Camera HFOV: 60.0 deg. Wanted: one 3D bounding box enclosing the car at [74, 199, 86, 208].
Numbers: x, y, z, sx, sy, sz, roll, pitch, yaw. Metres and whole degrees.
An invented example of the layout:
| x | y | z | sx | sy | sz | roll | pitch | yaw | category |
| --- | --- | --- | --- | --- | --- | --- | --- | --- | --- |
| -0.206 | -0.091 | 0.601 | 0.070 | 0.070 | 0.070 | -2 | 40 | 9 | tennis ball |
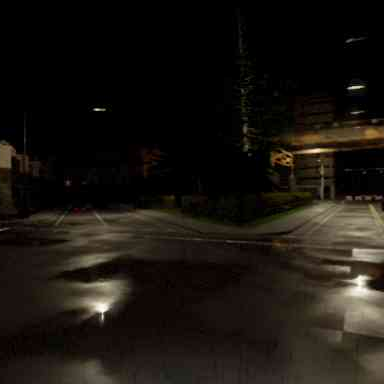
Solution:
| x | y | z | sx | sy | sz | roll | pitch | yaw | category |
| --- | --- | --- | --- | --- | --- | --- | --- | --- | --- |
| -20.183 | 2.017 | 60.193 | 2.128 | 1.511 | 4.902 | -1 | 0 | -19 | car |

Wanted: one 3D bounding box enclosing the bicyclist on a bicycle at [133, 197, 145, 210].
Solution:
| x | y | z | sx | sy | sz | roll | pitch | yaw | category |
| --- | --- | --- | --- | --- | --- | --- | --- | --- | --- |
| -7.119 | 1.546 | 44.452 | 1.656 | 1.620 | 0.582 | -1 | 0 | -19 | bicyclist on a bicycle |

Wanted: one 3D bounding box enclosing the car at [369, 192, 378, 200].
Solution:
| x | y | z | sx | sy | sz | roll | pitch | yaw | category |
| --- | --- | --- | --- | --- | --- | --- | --- | --- | --- |
| 40.729 | 0.903 | 72.494 | 2.038 | 1.542 | 4.974 | -1 | 0 | 7 | car |

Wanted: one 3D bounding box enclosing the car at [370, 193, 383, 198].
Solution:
| x | y | z | sx | sy | sz | roll | pitch | yaw | category |
| --- | --- | --- | --- | --- | --- | --- | --- | --- | --- |
| 40.732 | 0.746 | 72.546 | 1.853 | 1.218 | 4.536 | -1 | 0 | 7 | car |

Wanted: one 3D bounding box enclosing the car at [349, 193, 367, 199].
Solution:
| x | y | z | sx | sy | sz | roll | pitch | yaw | category |
| --- | --- | --- | --- | --- | --- | --- | --- | --- | --- |
| 37.203 | 0.816 | 74.693 | 4.536 | 1.218 | 1.853 | -1 | 0 | -38 | car |

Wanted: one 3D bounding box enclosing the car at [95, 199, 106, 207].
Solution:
| x | y | z | sx | sy | sz | roll | pitch | yaw | category |
| --- | --- | --- | --- | --- | --- | --- | --- | --- | --- |
| -16.864 | 2.016 | 61.306 | 2.033 | 1.411 | 5.357 | -1 | 0 | -19 | car |

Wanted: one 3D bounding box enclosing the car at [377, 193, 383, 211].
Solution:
| x | y | z | sx | sy | sz | roll | pitch | yaw | category |
| --- | --- | --- | --- | --- | --- | --- | --- | --- | --- |
| 21.029 | 1.054 | 34.856 | 2.097 | 1.767 | 4.553 | -1 | 0 | 27 | car |

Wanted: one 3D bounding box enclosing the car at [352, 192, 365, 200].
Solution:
| x | y | z | sx | sy | sz | roll | pitch | yaw | category |
| --- | --- | --- | --- | --- | --- | --- | --- | --- | --- |
| 37.165 | 0.974 | 74.661 | 4.974 | 1.542 | 2.038 | -1 | 0 | -38 | car |
